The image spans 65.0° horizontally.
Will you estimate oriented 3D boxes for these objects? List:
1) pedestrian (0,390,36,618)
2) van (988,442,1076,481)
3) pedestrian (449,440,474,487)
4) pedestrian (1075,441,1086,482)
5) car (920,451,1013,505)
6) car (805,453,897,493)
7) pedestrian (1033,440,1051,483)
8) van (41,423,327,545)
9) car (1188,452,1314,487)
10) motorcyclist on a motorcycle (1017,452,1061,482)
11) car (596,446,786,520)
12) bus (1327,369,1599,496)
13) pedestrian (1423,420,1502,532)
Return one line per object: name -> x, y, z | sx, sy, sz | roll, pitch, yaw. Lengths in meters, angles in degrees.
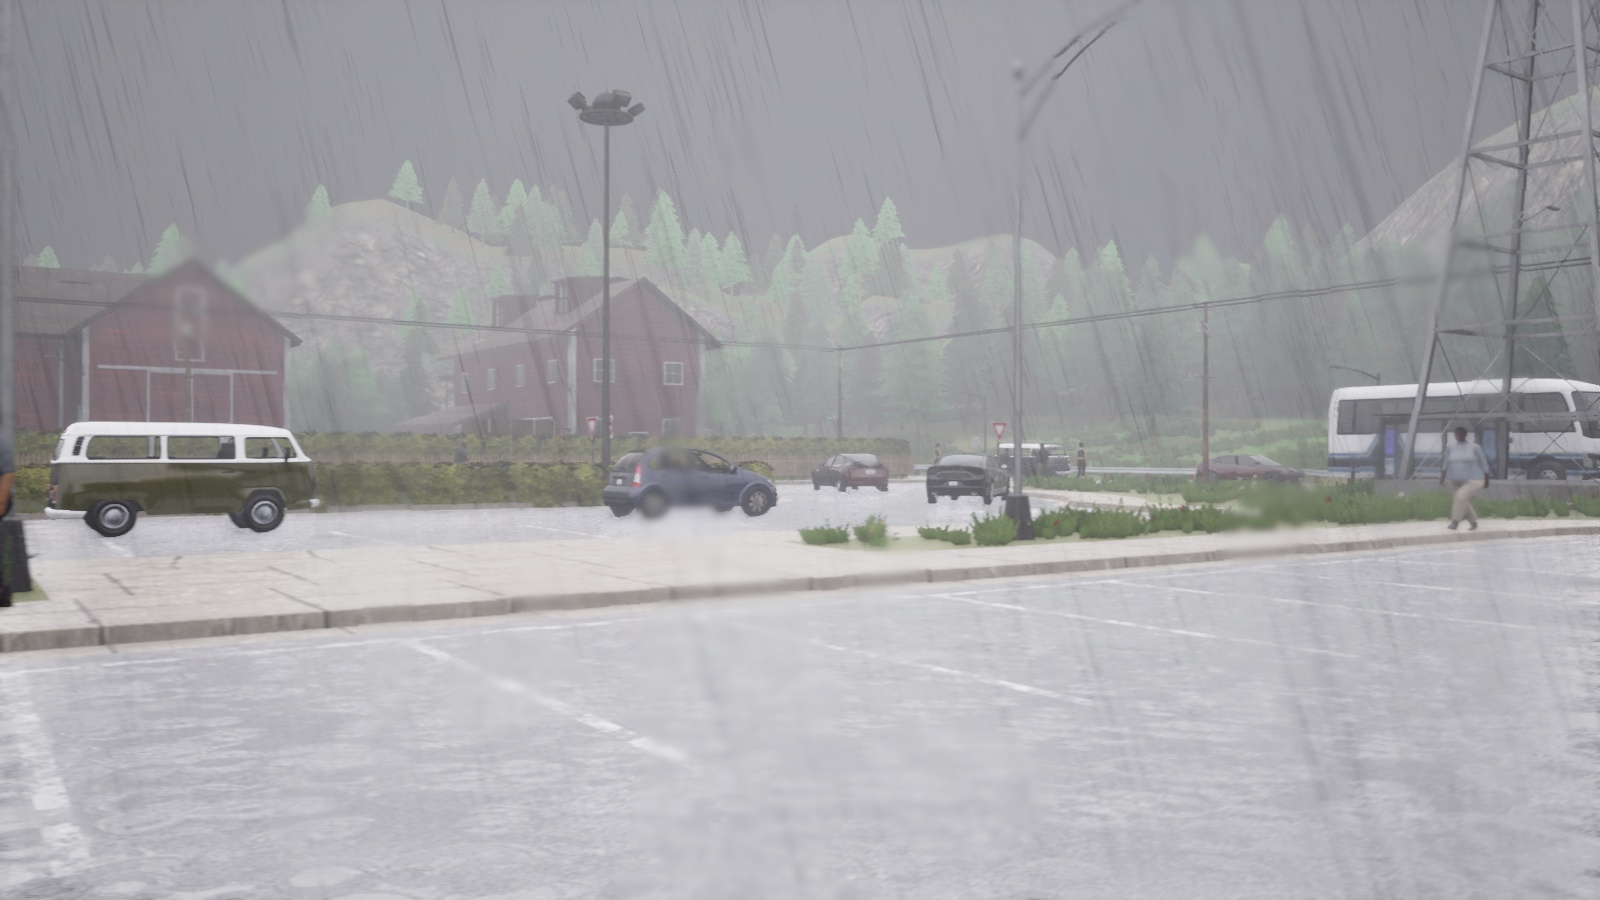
pedestrian -> -6.759, 0.440, 10.274 | 0.540, 1.848, 0.694 | 0, 0, 29
van -> 12.364, 0.606, 67.037 | 2.069, 2.038, 4.480 | 0, 0, -34
pedestrian -> -13.827, 0.555, 51.250 | 0.849, 1.883, 0.563 | 0, 0, -33
pedestrian -> 12.515, 0.511, 55.979 | 0.345, 1.836, 0.594 | 0, 0, 26
car -> 5.158, 0.806, 38.326 | 1.882, 1.535, 5.008 | 0, 0, 19
car -> 1.938, 0.862, 49.616 | 2.163, 1.488, 4.792 | 0, 0, -17
pedestrian -> 10.460, 0.511, 54.337 | 0.431, 1.840, 0.703 | 0, 0, 44
van -> -11.305, 0.552, 23.144 | 4.480, 2.038, 2.069 | -1, 0, -34
car -> 19.924, 0.839, 55.634 | 2.163, 1.488, 4.792 | 0, 0, -44
motorcyclist on a motorcycle -> 12.075, 0.857, 63.451 | 2.044, 1.523, 0.797 | 0, 0, -12
car -> -2.500, 0.720, 29.173 | 3.988, 1.617, 1.851 | 0, 0, -34
bus -> 25.655, -0.570, 47.201 | 3.944, 4.253, 10.273 | 0, 0, -34
pedestrian -> 11.326, 0.429, 21.467 | 0.900, 1.855, 0.874 | 0, 0, -35
